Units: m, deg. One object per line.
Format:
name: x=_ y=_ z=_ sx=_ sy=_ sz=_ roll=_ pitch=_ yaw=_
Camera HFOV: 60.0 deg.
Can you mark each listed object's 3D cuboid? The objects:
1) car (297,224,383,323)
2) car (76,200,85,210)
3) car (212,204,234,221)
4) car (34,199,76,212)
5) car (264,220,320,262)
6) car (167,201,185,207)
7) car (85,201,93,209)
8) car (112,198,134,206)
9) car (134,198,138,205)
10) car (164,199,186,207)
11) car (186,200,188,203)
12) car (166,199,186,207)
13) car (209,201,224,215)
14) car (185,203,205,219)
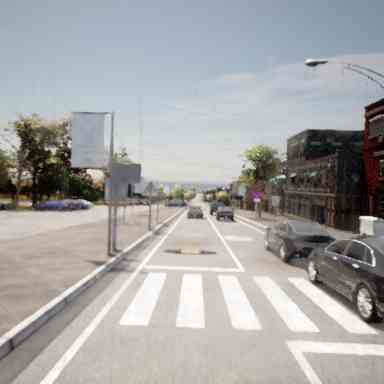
car: x=4.204 y=1.781 z=7.726 sx=1.837 sy=1.490 sz=4.892 roll=2 pitch=-1 yaw=1
car: x=-18.205 y=1.814 z=46.845 sx=4.892 sy=1.521 sz=2.231 roll=2 pitch=-1 yaw=1
car: x=3.636 y=2.413 z=37.309 sx=1.837 sy=1.490 sz=4.892 roll=2 pitch=-1 yaw=1
car: x=-18.254 y=1.779 z=43.570 sx=4.674 sy=1.452 sz=2.002 roll=2 pitch=-1 yaw=1
car: x=4.277 y=1.914 z=13.730 sx=1.837 sy=1.490 sz=4.892 roll=2 pitch=-1 yaw=1
car: x=-4.516 y=3.362 z=92.715 sx=4.892 sy=1.521 sz=2.231 roll=2 pitch=-2 yaw=1
car: x=-18.171 y=1.886 z=50.118 sx=5.008 sy=1.535 sz=2.097 roll=2 pitch=-1 yaw=1
car: x=-17.724 y=2.608 z=81.740 sx=5.008 sy=1.535 sz=2.097 roll=2 pitch=-1 yaw=1
car: x=-17.659 y=2.754 z=87.306 sx=5.008 sy=1.535 sz=2.097 roll=2 pitch=-1 yaw=1
car: x=-4.615 y=3.127 z=84.314 sx=4.892 sy=1.521 sz=2.231 roll=2 pitch=-1 yaw=1
car: x=-4.603 y=2.949 z=87.121 sx=5.566 sy=2.045 sz=2.435 roll=2 pitch=-2 yaw=1
car: x=-4.494 y=3.196 z=95.527 sx=5.566 sy=2.045 sz=2.435 roll=2 pitch=-2 yaw=1
car: x=3.774 y=2.395 z=49.344 sx=2.150 sy=2.045 sz=5.566 roll=2 pitch=-1 yaw=1
car: x=0.378 y=2.329 z=38.656 sx=1.837 sy=1.490 sz=4.892 roll=2 pitch=-1 yaw=1
